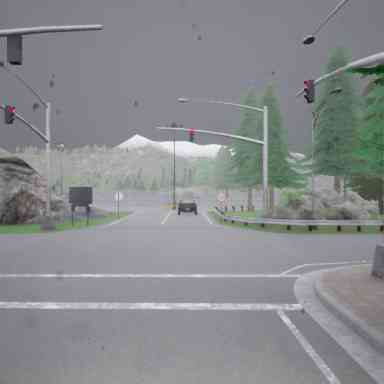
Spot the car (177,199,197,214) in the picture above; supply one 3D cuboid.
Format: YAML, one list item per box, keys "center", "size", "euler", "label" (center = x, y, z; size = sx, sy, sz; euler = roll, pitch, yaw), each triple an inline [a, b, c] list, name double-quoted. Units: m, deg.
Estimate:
- center: [-0.496, 1.477, 35.085]
  size: [1.882, 1.535, 5.008]
  euler: [0, 0, -2]
  label: "car"
